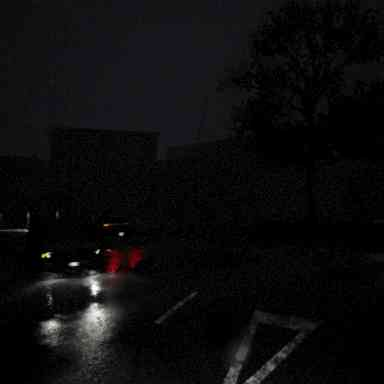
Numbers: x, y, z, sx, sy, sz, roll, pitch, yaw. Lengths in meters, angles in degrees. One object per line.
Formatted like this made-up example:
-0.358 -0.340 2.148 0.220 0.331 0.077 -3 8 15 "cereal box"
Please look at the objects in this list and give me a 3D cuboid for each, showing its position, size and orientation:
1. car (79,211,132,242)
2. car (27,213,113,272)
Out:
-5.005 1.689 16.585 4.902 1.511 2.128 -1 -2 41 "car"
-4.659 1.674 11.668 2.033 1.411 5.357 1 -1 -31 "car"
